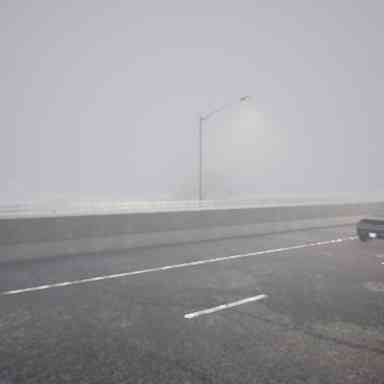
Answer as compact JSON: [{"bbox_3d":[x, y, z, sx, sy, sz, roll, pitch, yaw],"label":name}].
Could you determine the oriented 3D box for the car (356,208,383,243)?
[{"bbox_3d":[9.106,1.438,14.539,4.892,1.490,1.837,0,0,-35],"label":"car"}]
